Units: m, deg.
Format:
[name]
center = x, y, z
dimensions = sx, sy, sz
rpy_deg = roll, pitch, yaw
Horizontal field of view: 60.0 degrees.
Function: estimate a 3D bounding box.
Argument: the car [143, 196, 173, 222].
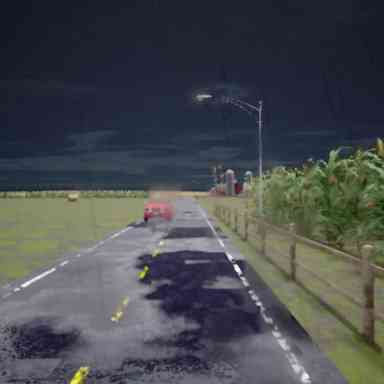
[car]
center = -2.814, 1.399, 28.846
dimensions = 2.150, 2.045, 5.566
rpy_deg = 0, -1, 0
